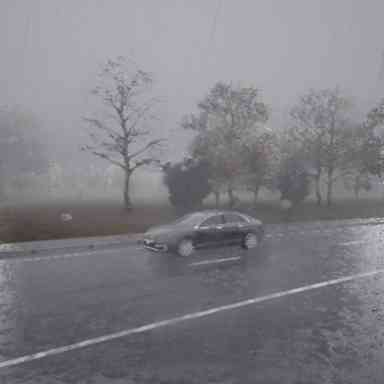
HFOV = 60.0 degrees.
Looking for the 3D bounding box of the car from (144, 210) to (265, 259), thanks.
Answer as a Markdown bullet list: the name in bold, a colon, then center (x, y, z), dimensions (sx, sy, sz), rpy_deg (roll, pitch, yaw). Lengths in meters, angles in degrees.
- **car**: center (0.574, 1.466, 12.584), dimensions (4.892, 1.490, 1.837), rpy_deg (0, 0, -32)
